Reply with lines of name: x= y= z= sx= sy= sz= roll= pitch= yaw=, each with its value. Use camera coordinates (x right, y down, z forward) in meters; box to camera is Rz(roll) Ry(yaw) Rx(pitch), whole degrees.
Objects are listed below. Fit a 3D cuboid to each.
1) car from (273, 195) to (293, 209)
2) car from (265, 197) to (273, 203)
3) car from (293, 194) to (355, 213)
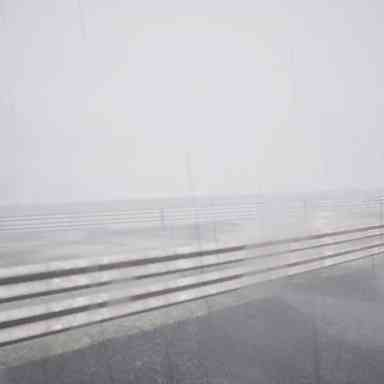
car: x=10.923 y=0.915 z=32.446 sx=5.008 sy=1.535 sz=1.882 roll=-2 pitch=1 yaw=-13
car: x=10.035 y=0.967 z=35.832 sx=4.181 sy=1.385 sz=1.994 roll=-2 pitch=1 yaw=-13
car: x=11.823 y=0.962 z=29.062 sx=4.902 sy=1.511 sz=2.128 roll=-2 pitch=1 yaw=-13
